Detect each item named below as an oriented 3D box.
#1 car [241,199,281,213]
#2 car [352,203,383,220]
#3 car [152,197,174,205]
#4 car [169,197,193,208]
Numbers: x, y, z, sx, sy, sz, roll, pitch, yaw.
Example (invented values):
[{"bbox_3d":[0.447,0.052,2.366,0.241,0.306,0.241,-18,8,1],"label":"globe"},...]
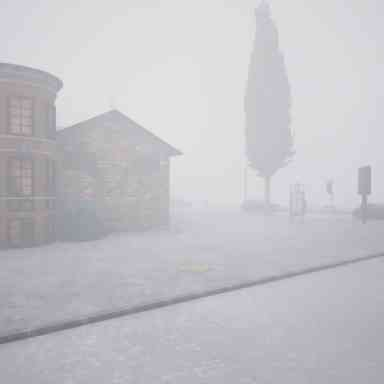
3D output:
[{"bbox_3d":[7.384,1.488,35.955,2.128,1.511,4.902,0,0,-36],"label":"car"},{"bbox_3d":[14.689,1.564,25.665,1.994,1.385,4.181,0,0,-35],"label":"car"},{"bbox_3d":[-5.317,1.601,60.949,1.895,1.301,4.718,0,0,-35],"label":"car"},{"bbox_3d":[-1.674,1.526,48.645,1.812,1.442,4.674,0,0,-35],"label":"car"}]
